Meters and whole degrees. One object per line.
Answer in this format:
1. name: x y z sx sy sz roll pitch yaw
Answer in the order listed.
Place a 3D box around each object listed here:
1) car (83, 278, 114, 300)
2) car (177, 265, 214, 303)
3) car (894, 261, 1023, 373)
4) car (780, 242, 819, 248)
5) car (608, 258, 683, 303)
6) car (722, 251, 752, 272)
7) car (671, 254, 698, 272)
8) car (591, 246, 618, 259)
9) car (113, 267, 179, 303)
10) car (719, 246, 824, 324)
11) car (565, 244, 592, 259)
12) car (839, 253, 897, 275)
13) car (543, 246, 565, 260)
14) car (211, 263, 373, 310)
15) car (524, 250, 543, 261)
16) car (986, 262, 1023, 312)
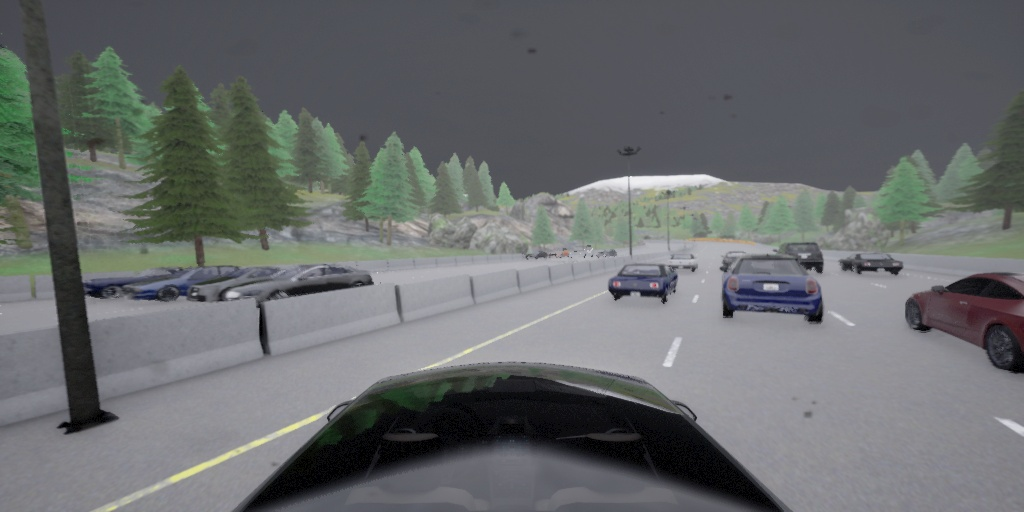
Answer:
1. car: -17.278 1.231 17.279 1.895 1.301 4.718 0 2 30
2. car: -10.607 1.138 14.832 1.994 1.385 4.181 0 2 30
3. car: 8.839 0.984 6.115 1.812 1.442 4.674 0 2 30
4. car: 19.553 0.077 24.662 2.150 2.045 5.566 0 1 30
5. car: 5.219 0.921 13.842 1.895 1.301 4.718 0 2 30
6. car: 17.369 0.348 27.877 1.812 1.442 4.674 0 1 30
7. car: 13.336 0.479 27.892 1.895 1.301 4.718 0 1 30
8. car: 12.809 -0.362 48.173 2.033 1.411 5.357 0 1 30
9. car: -13.789 1.139 16.323 2.033 1.411 5.357 0 2 30
10. car: 7.400 0.717 10.621 2.097 1.767 4.553 0 2 30
11. car: 9.759 -0.669 49.892 2.150 2.045 5.566 0 1 30
12. car: 22.421 0.457 22.629 1.895 1.301 4.718 0 1 30
13. car: 6.762 -0.494 51.700 2.097 1.767 4.553 0 1 30
14. car: -7.497 1.053 13.219 2.128 1.511 4.902 0 2 30
15. car: 3.726 -0.150 53.440 2.033 1.411 5.357 0 1 30
16. car: 14.291 0.900 8.556 1.895 1.301 4.718 0 2 30
